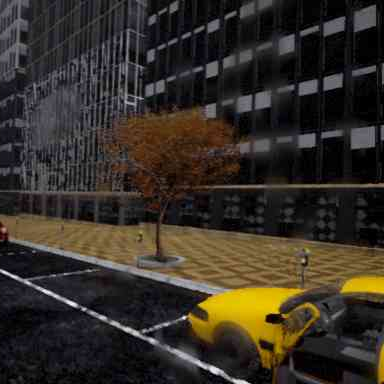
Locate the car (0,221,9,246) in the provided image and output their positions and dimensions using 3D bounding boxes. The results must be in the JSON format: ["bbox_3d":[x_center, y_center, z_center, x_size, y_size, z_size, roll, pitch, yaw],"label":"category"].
[{"bbox_3d":[-11.130,1.947,17.282,4.097,1.590,1.967,-1,-2,44],"label":"car"}]

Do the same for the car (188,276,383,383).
[{"bbox_3d":[2.275,1.675,3.908,5.366,1.575,1.801,-1,-3,44],"label":"car"}]
